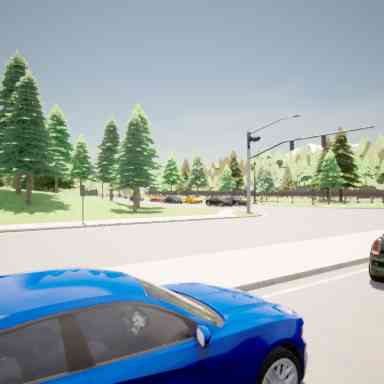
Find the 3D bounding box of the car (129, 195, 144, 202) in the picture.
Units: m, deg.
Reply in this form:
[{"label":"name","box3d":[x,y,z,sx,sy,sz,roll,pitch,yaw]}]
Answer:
[{"label":"car","box3d":[-12.264,1.412,73.377,1.837,1.490,4.892,0,0,-35]}]

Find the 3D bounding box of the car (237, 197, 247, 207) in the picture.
[{"label":"car","box3d":[6.634,1.469,52.280,1.882,1.535,5.008,0,0,-35]}]

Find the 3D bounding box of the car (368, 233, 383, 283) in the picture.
[{"label":"car","box3d":[6.500,1.350,8.408,4.553,1.767,2.097,0,0,-35]}]

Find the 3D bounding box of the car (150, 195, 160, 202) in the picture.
[{"label":"car","box3d":[-7.347,1.341,72.452,2.097,1.767,4.553,0,0,-35]}]

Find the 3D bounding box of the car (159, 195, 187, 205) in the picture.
[{"label":"car","box3d":[-3.463,1.496,60.648,1.837,1.490,4.892,0,0,-35]}]

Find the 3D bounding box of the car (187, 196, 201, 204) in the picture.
[{"label":"car","box3d":[0.163,1.469,61.579,1.882,1.535,5.008,0,0,-35]}]

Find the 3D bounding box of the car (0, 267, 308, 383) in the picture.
[{"label":"car","box3d":[-0.997,1.477,3.037,5.008,1.535,1.882,0,0,-35]}]

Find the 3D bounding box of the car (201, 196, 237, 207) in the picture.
[{"label":"car","box3d":[4.014,1.470,49.916,1.882,1.535,5.008,0,0,-35]}]
